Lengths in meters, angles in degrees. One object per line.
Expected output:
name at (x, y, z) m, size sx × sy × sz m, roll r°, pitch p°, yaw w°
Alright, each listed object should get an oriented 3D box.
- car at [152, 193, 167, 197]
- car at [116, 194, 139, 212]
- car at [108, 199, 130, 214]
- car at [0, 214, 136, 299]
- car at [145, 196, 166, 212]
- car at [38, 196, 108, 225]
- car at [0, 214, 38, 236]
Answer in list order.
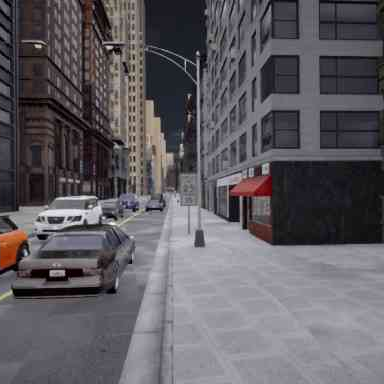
car at (-4.968, 1.180, 48.861) m, size 2.150 × 2.045 × 5.566 m, roll -1°, pitch 0°, yaw -3°
car at (-7.432, 1.220, 38.611) m, size 2.150 × 2.045 × 5.566 m, roll -1°, pitch 0°, yaw -3°
car at (-6.851, 1.557, 27.889) m, size 2.033 × 1.411 × 5.357 m, roll -1°, pitch 0°, yaw -3°
car at (-2.639, 1.546, 8.659) m, size 2.033 × 1.411 × 5.357 m, roll -1°, pitch 0°, yaw -3°
car at (-4.330, 1.535, 38.772) m, size 1.994 × 1.385 × 4.181 m, roll -1°, pitch 0°, yaw -3°
car at (-6.259, 1.240, 17.587) m, size 2.150 × 2.045 × 5.566 m, roll -1°, pitch 0°, yaw -3°
car at (-5.696, 1.379, 7.808) m, size 2.097 × 1.767 × 4.553 m, roll -1°, pitch 0°, yaw -3°
